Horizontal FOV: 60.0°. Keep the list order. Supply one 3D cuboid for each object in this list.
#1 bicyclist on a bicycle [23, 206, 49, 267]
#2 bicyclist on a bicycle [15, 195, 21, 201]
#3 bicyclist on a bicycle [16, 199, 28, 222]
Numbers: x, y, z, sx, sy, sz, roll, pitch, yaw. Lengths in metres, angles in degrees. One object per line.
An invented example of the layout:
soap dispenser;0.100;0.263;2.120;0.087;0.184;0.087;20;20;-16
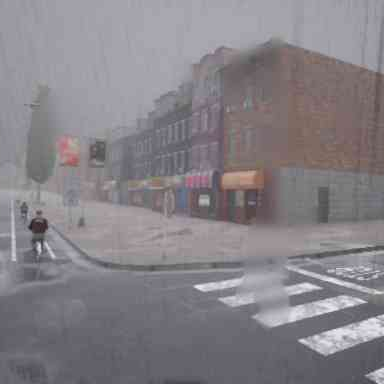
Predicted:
bicyclist on a bicycle;-4.961;1.446;10.720;0.659;1.776;1.843;2;-2;-29
bicyclist on a bicycle;-21.790;1.177;41.778;0.866;1.612;1.509;2;0;-28
bicyclist on a bicycle;-11.307;1.471;22.414;0.582;1.620;1.656;2;-1;-28
